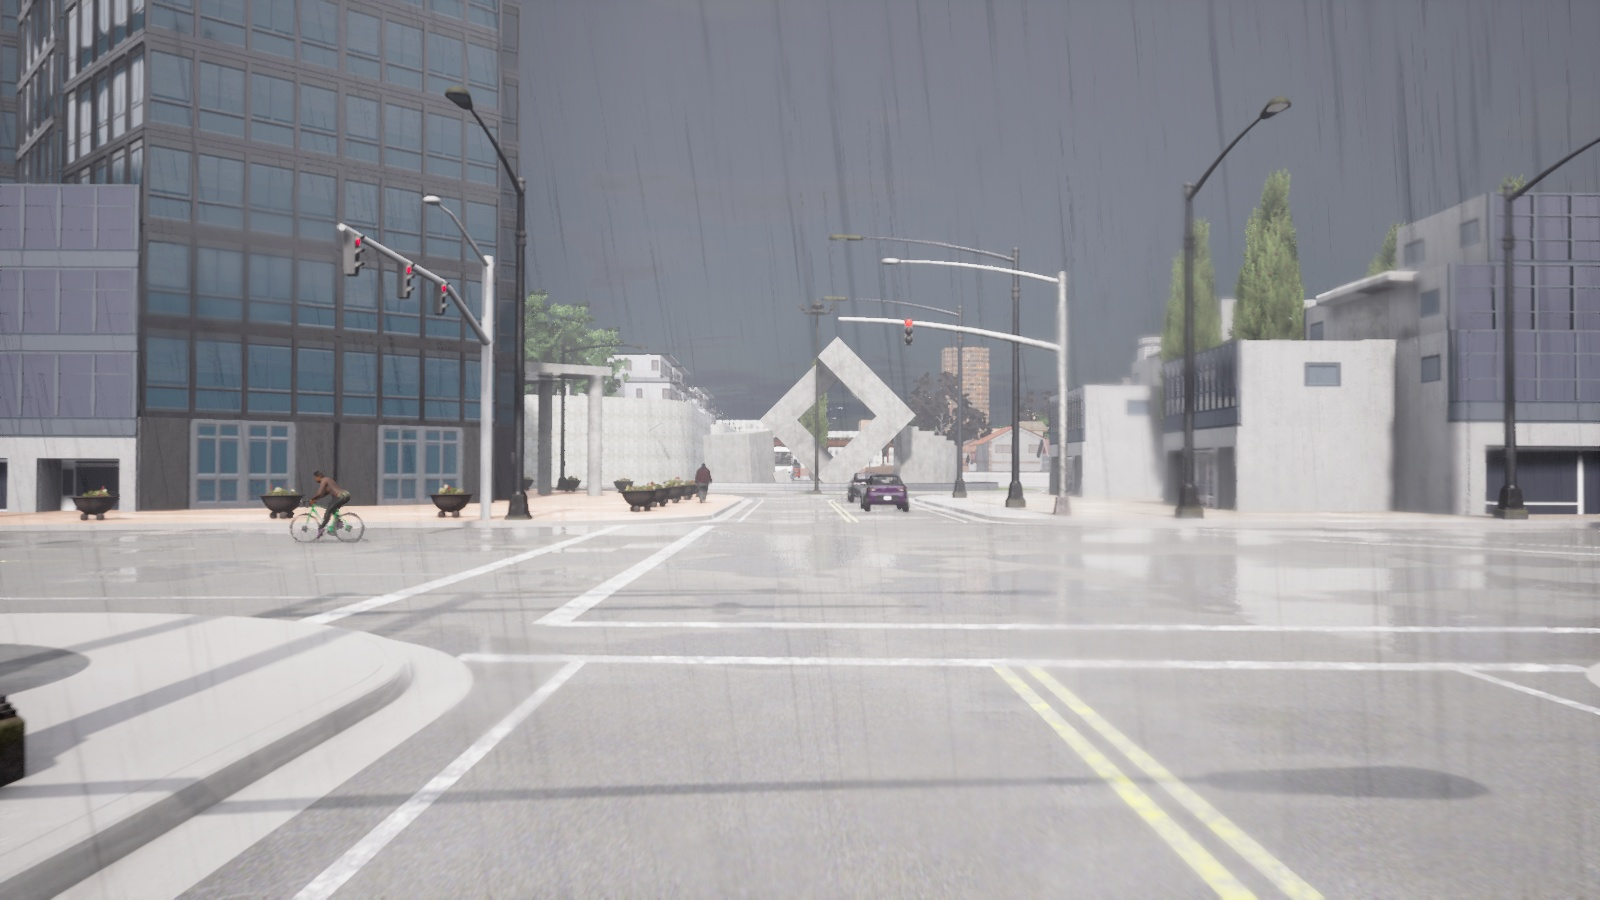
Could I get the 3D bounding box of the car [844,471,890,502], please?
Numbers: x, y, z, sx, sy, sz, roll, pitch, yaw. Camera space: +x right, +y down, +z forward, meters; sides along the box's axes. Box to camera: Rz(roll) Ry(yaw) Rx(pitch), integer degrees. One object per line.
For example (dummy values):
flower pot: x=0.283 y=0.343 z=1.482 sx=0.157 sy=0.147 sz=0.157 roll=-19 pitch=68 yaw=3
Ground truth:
car: x=3.396 y=1.840 z=64.552 sx=2.128 sy=1.511 sz=4.902 roll=0 pitch=-1 yaw=1

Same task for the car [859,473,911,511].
car: x=3.377 y=1.664 z=50.604 sx=1.816 sy=1.474 sz=4.193 roll=0 pitch=-1 yaw=0

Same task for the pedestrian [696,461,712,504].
pedestrian: x=-4.182 y=1.413 z=54.635 sx=0.634 sy=1.844 sz=0.899 roll=0 pitch=-1 yaw=0

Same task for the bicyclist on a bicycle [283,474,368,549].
bicyclist on a bicycle: x=-10.547 y=1.365 z=27.950 sx=1.656 sy=1.620 sz=0.582 roll=-1 pitch=-1 yaw=-1
